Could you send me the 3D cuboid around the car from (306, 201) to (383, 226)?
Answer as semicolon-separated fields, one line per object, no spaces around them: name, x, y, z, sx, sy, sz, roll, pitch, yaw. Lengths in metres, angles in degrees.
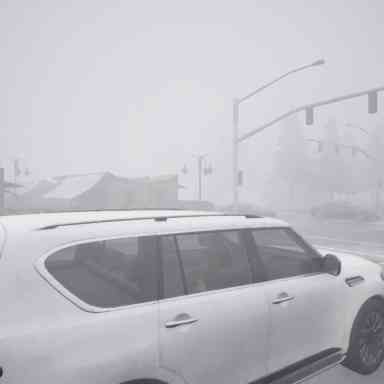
car;11.297;1.492;24.752;4.902;1.511;2.128;0;0;43

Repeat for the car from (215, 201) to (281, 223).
car;4.373;1.547;26.970;2.033;1.411;5.357;0;0;-37

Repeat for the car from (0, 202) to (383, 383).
car;0.183;1.221;3.944;5.566;2.045;2.150;0;0;-35
